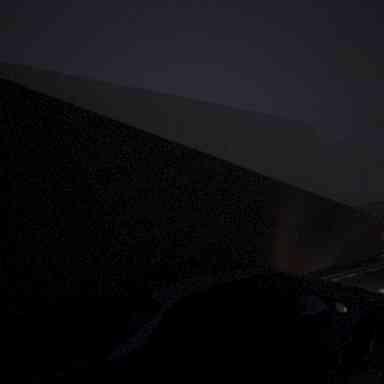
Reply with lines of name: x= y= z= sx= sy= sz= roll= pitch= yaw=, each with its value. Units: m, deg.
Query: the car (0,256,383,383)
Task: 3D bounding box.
car: x=0.349 y=1.546 z=4.000 sx=5.357 sy=1.411 sz=2.033 roll=0 pitch=0 yaw=-36

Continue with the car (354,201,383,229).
car: x=11.216 y=1.360 z=20.469 sx=4.553 sy=1.767 sz=2.097 roll=0 pitch=0 yaw=-36
